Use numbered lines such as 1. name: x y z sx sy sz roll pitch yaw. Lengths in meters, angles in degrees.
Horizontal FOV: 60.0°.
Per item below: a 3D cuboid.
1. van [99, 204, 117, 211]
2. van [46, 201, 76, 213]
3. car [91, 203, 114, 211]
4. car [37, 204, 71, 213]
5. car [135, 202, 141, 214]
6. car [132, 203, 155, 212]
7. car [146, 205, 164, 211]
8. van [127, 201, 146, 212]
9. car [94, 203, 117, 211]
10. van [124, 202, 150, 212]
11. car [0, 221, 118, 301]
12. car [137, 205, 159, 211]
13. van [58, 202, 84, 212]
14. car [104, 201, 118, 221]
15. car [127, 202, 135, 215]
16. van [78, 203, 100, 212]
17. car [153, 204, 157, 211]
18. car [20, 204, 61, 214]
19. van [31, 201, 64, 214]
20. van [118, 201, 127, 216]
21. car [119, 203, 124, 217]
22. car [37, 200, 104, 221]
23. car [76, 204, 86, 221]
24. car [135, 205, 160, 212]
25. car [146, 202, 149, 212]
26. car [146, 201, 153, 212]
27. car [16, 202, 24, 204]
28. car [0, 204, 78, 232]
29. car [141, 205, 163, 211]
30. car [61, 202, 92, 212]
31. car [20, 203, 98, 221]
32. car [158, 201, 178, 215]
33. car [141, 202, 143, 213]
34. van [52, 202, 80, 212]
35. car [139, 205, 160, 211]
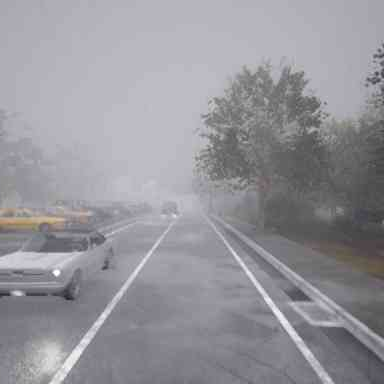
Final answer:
1. van: -23.258 4.231 92.476 4.442 1.987 1.878 0 -3 0
2. van: -23.277 2.655 59.138 4.442 1.987 1.878 0 -2 0
3. car: -23.350 3.944 86.944 5.566 2.045 2.435 0 -3 0
4. car: -23.400 2.783 56.511 5.008 1.535 2.097 0 -2 0
5. car: -10.289 2.550 48.021 4.792 1.488 2.163 0 -2 0
6. car: -10.276 3.280 70.201 4.553 1.767 2.185 0 -3 0
7. car: -10.266 4.484 92.378 4.792 1.488 2.163 0 -3 0
8. van: -10.200 2.467 53.580 4.442 1.987 1.878 0 -2 0
9. car: -23.348 4.075 89.711 5.566 2.045 2.435 0 -3 0
10. van: -10.195 2.786 61.886 4.442 1.987 1.878 0 -3 0
11. car: -3.350 1.668 8.602 1.895 1.301 4.718 0 -1 0
12. car: -10.297 3.800 78.514 4.892 1.521 2.231 0 -3 0
13. van: -23.507 2.917 64.680 4.442 1.987 1.878 0 -3 0
14. car: -10.300 1.750 31.382 5.566 2.045 2.435 0 -2 0
15. car: -10.328 2.347 42.474 5.008 1.535 2.097 0 -2 0
16. van: -23.501 3.440 75.748 4.442 1.987 1.878 0 -3 0
17. car: -10.303 3.274 67.422 5.008 1.535 2.097 0 -3 0
18. car: -23.213 2.608 50.975 5.366 1.575 1.946 0 -2 0
19. van: -23.279 2.471 53.749 4.442 1.987 1.878 0 -2 0
20. van: -10.441 2.035 39.706 4.442 1.987 1.878 0 -2 0
21. car: -10.328 2.214 36.923 4.674 1.452 2.002 0 -2 0
22. car: -10.361 1.792 28.608 4.553 1.767 2.185 0 -2 0
23. car: -10.338 1.768 23.057 4.892 1.521 2.231 0 -1 0
24. car: -10.119 3.664 75.741 5.366 1.575 1.946 0 -3 0
25. car: -10.344 2.810 56.353 4.792 1.488 2.163 0 -2 0
26. car: -10.342 2.630 59.114 5.566 2.045 2.435 0 -3 0
27. car: -23.398 2.261 39.773 5.008 1.535 2.097 0 -2 0
28. car: -10.149 1.702 20.289 5.366 1.575 1.946 0 -1 0
29. car: -10.114 4.058 84.060 5.366 1.575 1.946 0 -3 0
30. car: -23.360 3.022 67.448 5.566 2.045 2.435 0 -3 0
31. car: -10.338 1.838 25.829 5.008 1.535 2.097 0 -2 0
32. car: -3.321 2.334 49.911 2.150 2.045 5.566 0 -2 0
33. car: -10.320 2.647 50.797 4.674 1.452 2.002 0 -2 0
34. van: -23.508 2.792 62.038 4.442 1.987 1.878 0 -3 0
35. car: -10.308 3.931 81.287 4.892 1.521 2.231 0 -3 0
